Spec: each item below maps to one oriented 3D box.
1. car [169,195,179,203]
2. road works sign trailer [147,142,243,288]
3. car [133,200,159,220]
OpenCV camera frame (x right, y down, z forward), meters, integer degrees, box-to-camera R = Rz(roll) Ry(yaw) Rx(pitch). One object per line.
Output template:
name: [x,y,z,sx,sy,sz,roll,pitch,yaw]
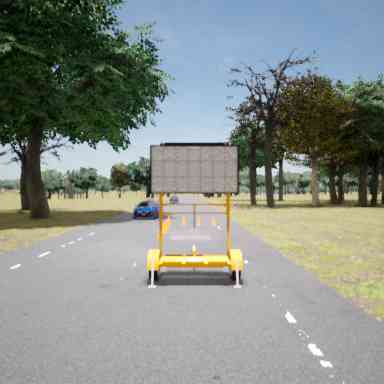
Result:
car: [-3.722,1.508,69.523,1.837,1.490,4.892,0,0,0]
road works sign trailer: [0.067,0.453,9.159,2.380,3.560,2.880,0,0,0]
car: [-3.679,1.453,27.812,1.882,1.535,5.008,0,0,0]
